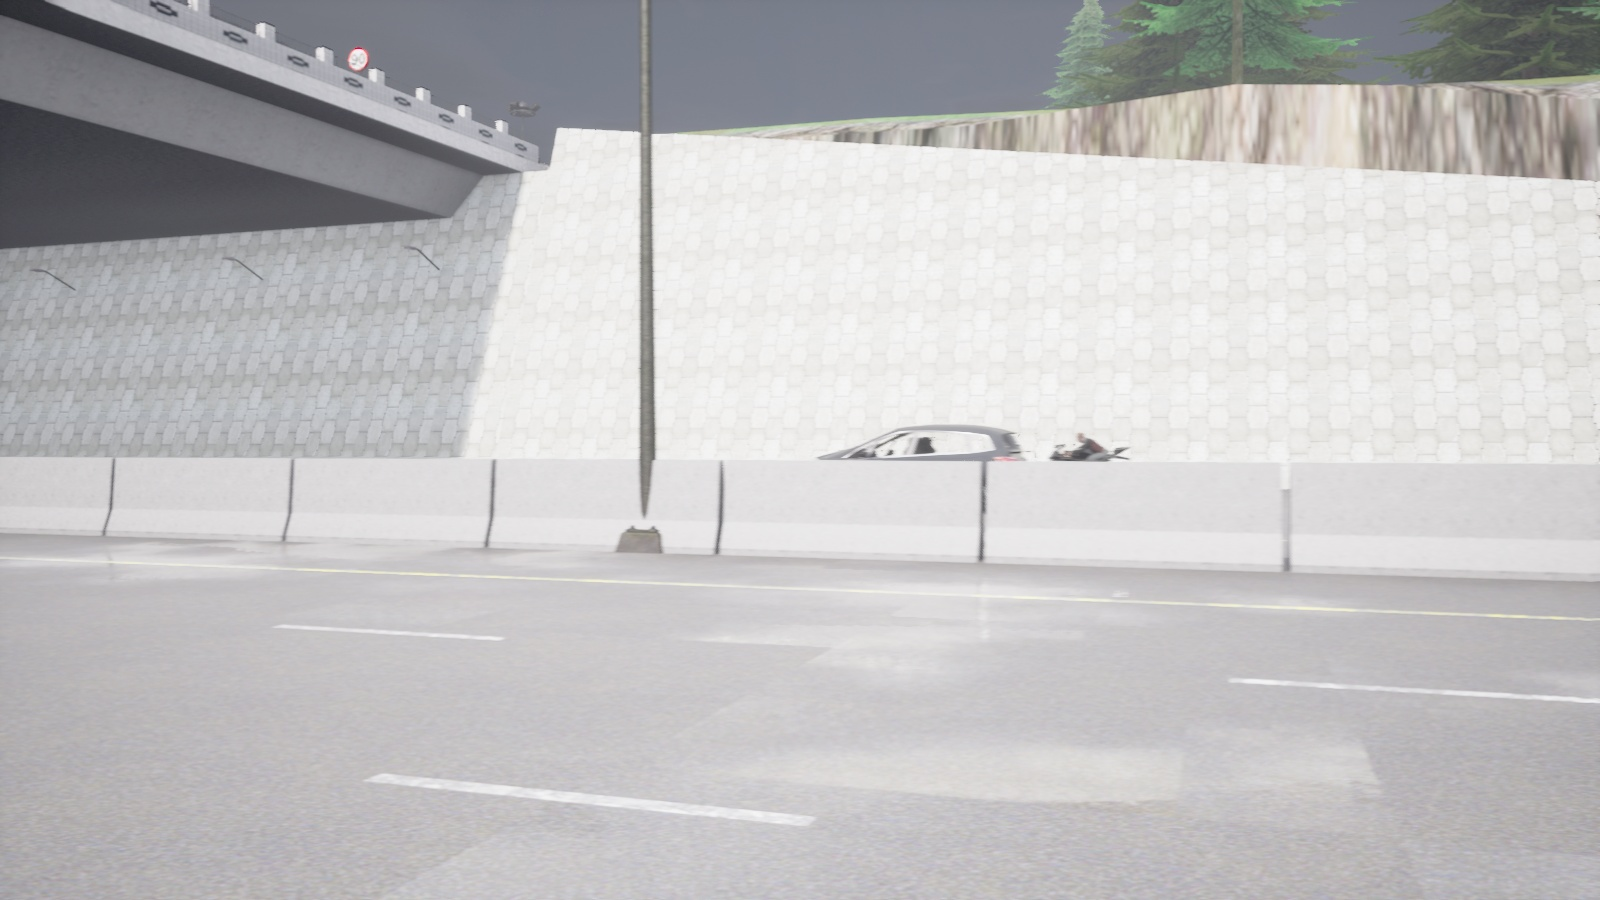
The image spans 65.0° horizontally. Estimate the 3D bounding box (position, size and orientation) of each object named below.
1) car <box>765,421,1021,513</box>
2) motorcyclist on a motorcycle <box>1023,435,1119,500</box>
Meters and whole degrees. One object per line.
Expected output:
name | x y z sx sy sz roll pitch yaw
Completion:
car | 1.857 0.282 24.721 4.611 1.667 2.242 1 1 19
motorcyclist on a motorcycle | 6.591 0.397 30.515 2.191 1.530 0.866 0 1 19
